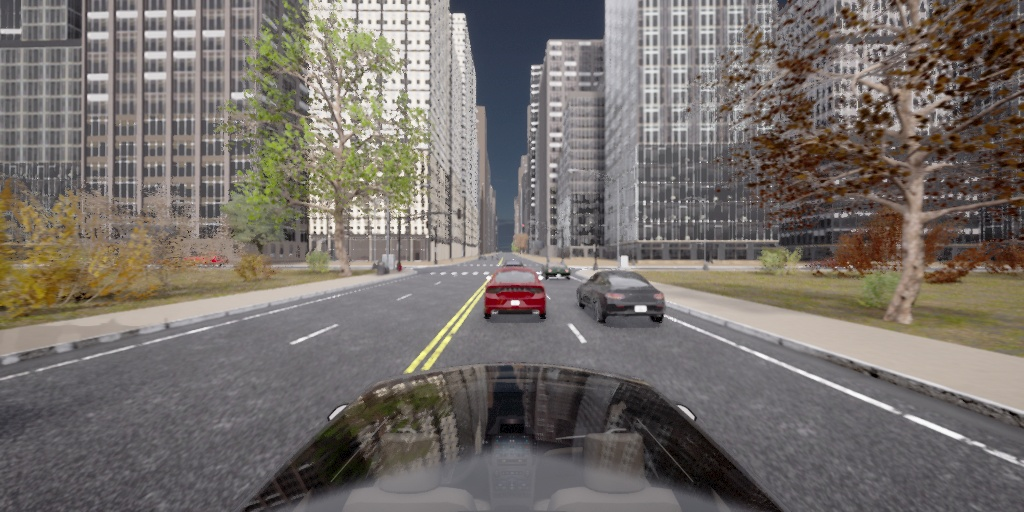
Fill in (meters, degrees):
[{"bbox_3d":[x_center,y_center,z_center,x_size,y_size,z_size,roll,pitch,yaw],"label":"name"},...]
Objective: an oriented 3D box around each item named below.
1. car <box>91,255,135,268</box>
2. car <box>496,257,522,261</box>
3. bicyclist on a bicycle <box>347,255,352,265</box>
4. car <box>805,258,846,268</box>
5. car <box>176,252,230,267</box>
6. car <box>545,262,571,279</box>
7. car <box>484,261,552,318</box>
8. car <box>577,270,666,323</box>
[{"bbox_3d":[-46.329,0.721,42.025,4.902,1.511,2.128,0,0,2],"label":"car"},{"bbox_3d":[0.097,1.002,26.822,2.128,1.511,4.902,0,0,0],"label":"car"},{"bbox_3d":[-25.160,0.631,55.457,0.582,1.620,1.656,0,0,2],"label":"bicyclist on a bicycle"},{"bbox_3d":[42.638,0.943,48.808,4.674,1.442,1.812,0,0,2],"label":"car"},{"bbox_3d":[-41.365,0.483,48.419,5.566,2.045,2.150,0,0,1],"label":"car"},{"bbox_3d":[3.349,1.099,28.076,1.895,1.301,4.718,0,1,0],"label":"car"},{"bbox_3d":[0.097,1.127,12.464,1.882,1.535,5.008,0,1,0],"label":"car"},{"bbox_3d":[3.340,1.183,11.600,1.812,1.442,4.674,0,1,0],"label":"car"}]
